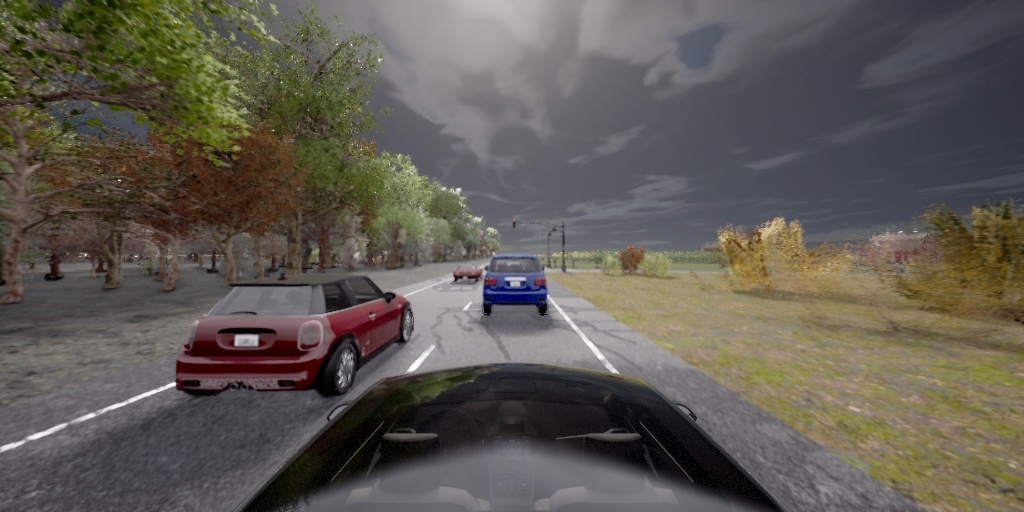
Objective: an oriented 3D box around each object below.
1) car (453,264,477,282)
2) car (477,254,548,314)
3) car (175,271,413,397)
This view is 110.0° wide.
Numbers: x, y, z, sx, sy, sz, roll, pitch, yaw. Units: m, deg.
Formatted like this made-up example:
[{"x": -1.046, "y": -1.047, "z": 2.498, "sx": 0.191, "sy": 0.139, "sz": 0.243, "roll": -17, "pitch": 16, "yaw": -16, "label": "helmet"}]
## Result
[{"x": -3.393, "y": 1.295, "z": 28.327, "sx": 1.895, "sy": 1.301, "sz": 4.718, "roll": 0, "pitch": 0, "yaw": 0, "label": "car"}, {"x": 0.103, "y": 0.947, "z": 13.672, "sx": 2.150, "sy": 2.045, "sz": 5.566, "roll": 0, "pitch": 0, "yaw": 0, "label": "car"}, {"x": -3.398, "y": 1.093, "z": 6.717, "sx": 2.097, "sy": 1.767, "sz": 4.553, "roll": 0, "pitch": 0, "yaw": 0, "label": "car"}]
